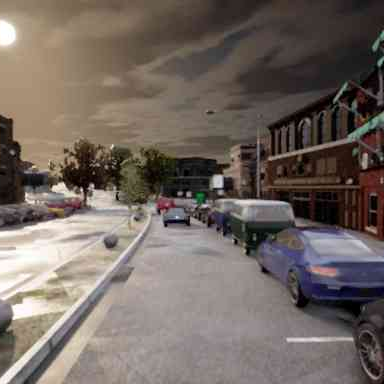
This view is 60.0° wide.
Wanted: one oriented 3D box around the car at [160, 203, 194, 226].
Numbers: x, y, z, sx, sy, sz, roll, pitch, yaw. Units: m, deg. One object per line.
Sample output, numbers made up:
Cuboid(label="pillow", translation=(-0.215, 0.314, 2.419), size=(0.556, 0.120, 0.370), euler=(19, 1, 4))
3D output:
Cuboid(label="car", translation=(-1.236, 1.782, 25.533), size=(1.994, 1.385, 4.181), euler=(0, -1, -5))

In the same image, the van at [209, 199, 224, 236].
Cuboid(label="van", translation=(2.297, 1.372, 19.097), size=(1.878, 1.987, 4.442), euler=(0, -1, -3))

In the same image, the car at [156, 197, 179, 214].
Cuboid(label="car", translation=(-3.421, 1.662, 42.897), size=(2.150, 2.045, 5.566), euler=(0, -1, -9))

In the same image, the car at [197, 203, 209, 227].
Cuboid(label="car", translation=(1.856, 1.704, 24.536), size=(2.163, 1.488, 4.792), euler=(0, -1, -5))

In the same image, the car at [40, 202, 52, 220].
Cuboid(label="car", translation=(-15.308, 1.840, 29.209), size=(4.792, 1.488, 2.163), euler=(0, -1, -7))

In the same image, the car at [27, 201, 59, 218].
Cuboid(label="car", translation=(-15.683, 1.888, 31.915), size=(4.674, 1.452, 2.002), euler=(0, -1, -7))

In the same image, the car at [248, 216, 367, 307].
Cuboid(label="car", translation=(2.861, 1.534, 7.900), size=(2.002, 1.452, 4.674), euler=(0, 0, -2))

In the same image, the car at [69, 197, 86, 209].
Cuboid(label="car", translation=(-17.822, 1.754, 45.262), size=(5.566, 2.045, 2.435), euler=(0, -1, -10))

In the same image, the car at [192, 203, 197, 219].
Cuboid(label="car", translation=(1.288, 1.749, 29.999), size=(2.097, 1.535, 5.008), euler=(0, -1, -6))

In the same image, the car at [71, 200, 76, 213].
Cuboid(label="car", translation=(-16.873, 1.989, 40.002), size=(4.674, 1.452, 2.002), euler=(0, -1, -9))

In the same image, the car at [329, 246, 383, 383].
Cuboid(label="car", translation=(2.989, 1.517, 2.359), size=(2.002, 1.452, 4.674), euler=(0, 0, 0))

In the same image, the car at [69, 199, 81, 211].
Cuboid(label="car", translation=(-17.281, 2.007, 42.586), size=(4.792, 1.488, 2.163), euler=(0, -1, -9))

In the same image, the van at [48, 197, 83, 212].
Cuboid(label="van", translation=(-18.182, 1.803, 47.987), size=(4.442, 1.987, 1.878), euler=(0, 0, -10))

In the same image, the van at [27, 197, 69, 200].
Cuboid(label="van", translation=(-16.569, 1.692, 37.306), size=(4.442, 1.987, 1.878), euler=(0, -1, -9))

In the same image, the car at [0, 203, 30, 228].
Cuboid(label="car", translation=(-14.725, 1.731, 23.780), size=(4.892, 1.521, 2.231), euler=(0, -1, -5))

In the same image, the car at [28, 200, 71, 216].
Cuboid(label="car", translation=(-15.869, 1.880, 34.644), size=(5.366, 1.575, 1.946), euler=(0, -1, -8))

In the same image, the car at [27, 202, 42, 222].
Cuboid(label="car", translation=(-15.049, 1.801, 26.493), size=(4.792, 1.488, 2.163), euler=(0, -1, -6))

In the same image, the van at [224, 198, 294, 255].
Cuboid(label="van", translation=(2.646, 1.310, 13.570), size=(1.878, 1.987, 4.442), euler=(0, 0, -2))
